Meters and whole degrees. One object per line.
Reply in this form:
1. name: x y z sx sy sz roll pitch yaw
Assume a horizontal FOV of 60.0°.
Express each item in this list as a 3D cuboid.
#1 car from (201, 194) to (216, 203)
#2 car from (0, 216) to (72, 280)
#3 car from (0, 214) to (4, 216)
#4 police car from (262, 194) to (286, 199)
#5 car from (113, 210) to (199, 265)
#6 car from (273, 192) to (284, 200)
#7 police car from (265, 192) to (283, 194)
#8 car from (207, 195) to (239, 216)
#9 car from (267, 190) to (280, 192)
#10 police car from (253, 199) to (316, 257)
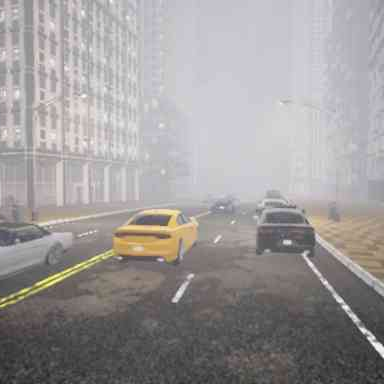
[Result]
1. car: 2.835 0.966 51.554 1.895 1.301 4.718 1 1 18
2. car: -5.036 1.489 8.357 1.895 1.301 4.718 0 1 10
3. car: -7.902 1.356 10.758 1.837 1.490 4.892 0 1 10
4. police car: 5.405 1.179 22.096 1.930 1.638 5.238 0 1 13
5. car: -0.992 1.339 11.354 1.882 1.535 5.008 0 1 10
6. car: 16.458 0.800 63.399 1.812 1.442 4.674 0 1 14
7. police car: 6.825 1.116 27.773 1.930 1.638 5.238 0 1 15
8. car: 2.924 1.225 28.870 1.994 1.385 4.181 0 1 15
9. car: 11.241 0.709 45.641 2.150 2.045 5.566 1 1 18
10. police car: 3.359 1.285 12.560 1.930 1.638 5.238 0 1 11
